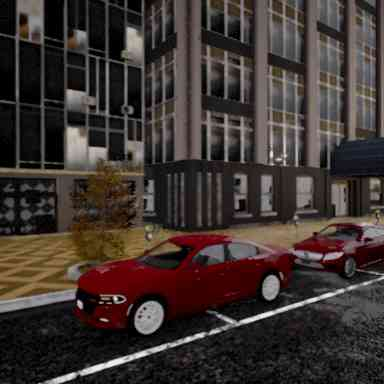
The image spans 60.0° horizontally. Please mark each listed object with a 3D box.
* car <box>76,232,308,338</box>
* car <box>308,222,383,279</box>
[{"bbox_3d":[0.051,1.541,6.602,4.507,1.381,1.887,0,0,-36],"label":"car"},{"bbox_3d":[4.687,1.570,9.916,4.206,1.307,1.802,0,0,-36],"label":"car"}]
